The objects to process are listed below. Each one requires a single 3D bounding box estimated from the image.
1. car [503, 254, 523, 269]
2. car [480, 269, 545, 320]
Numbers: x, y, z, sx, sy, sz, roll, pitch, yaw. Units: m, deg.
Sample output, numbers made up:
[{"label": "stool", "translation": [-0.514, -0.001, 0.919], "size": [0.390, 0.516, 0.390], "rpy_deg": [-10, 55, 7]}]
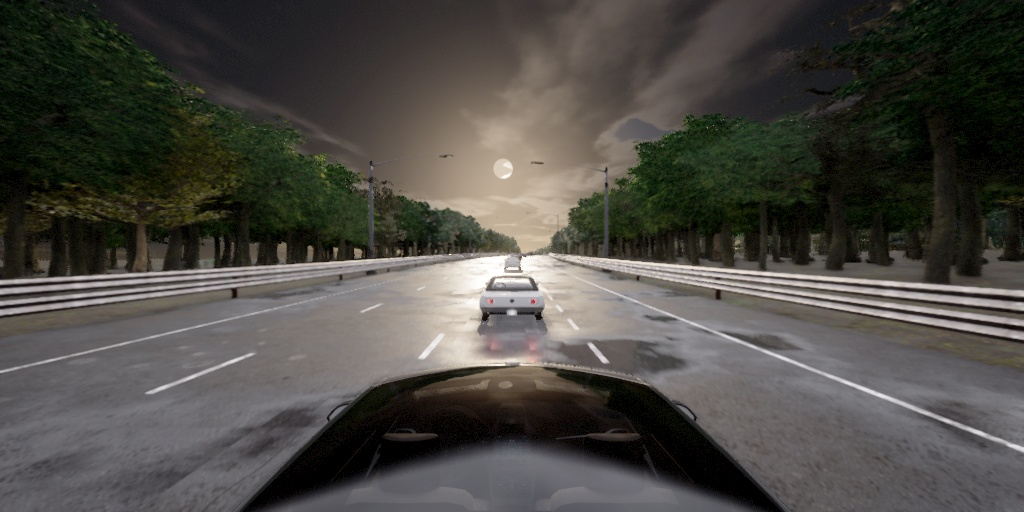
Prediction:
[{"label": "car", "translation": [0.074, 0.818, 42.085], "size": [1.812, 1.442, 4.674], "rpy_deg": [0, 1, 1]}, {"label": "car", "translation": [0.002, 1.305, 12.416], "size": [1.895, 1.301, 4.718], "rpy_deg": [0, 0, 0]}]
